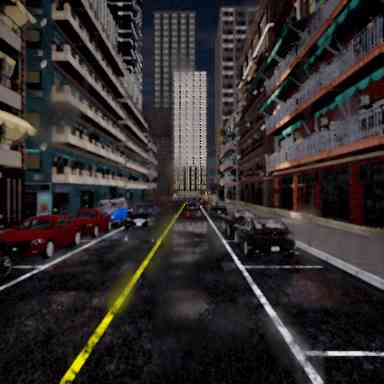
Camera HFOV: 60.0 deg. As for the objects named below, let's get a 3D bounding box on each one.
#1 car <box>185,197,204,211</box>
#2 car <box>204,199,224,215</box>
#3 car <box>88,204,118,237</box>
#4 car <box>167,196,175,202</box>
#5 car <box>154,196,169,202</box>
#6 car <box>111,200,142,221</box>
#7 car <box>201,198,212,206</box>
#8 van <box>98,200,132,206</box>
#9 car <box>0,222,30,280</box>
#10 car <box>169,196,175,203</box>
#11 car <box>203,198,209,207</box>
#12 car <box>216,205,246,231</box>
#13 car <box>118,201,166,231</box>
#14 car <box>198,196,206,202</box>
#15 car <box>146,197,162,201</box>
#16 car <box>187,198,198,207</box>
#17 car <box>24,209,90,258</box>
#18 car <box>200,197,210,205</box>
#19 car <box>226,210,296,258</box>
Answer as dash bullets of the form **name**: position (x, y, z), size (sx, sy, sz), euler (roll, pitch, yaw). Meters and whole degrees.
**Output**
- **car**: position (0.094, 1.675, 44.390), size (2.128, 1.511, 4.902), euler (0, 0, 0)
- **car**: position (2.677, 1.694, 34.968), size (2.008, 1.369, 4.403), euler (-1, 0, 0)
- **car**: position (-5.701, 1.618, 18.410), size (1.887, 1.381, 4.507), euler (0, 0, 0)
- **car**: position (-5.713, 1.826, 90.215), size (1.967, 1.590, 4.097), euler (-1, 0, 0)
- **car**: position (-5.710, 1.553, 57.074), size (2.192, 1.841, 5.009), euler (-1, 0, 0)
- **car**: position (-5.704, 1.559, 29.458), size (1.967, 1.590, 4.097), euler (0, 0, 0)
- **car**: position (2.673, 1.813, 62.585), size (2.008, 1.369, 4.403), euler (-1, 0, 0)
- **van**: position (-5.704, 1.437, 23.935), size (1.690, 1.788, 3.998), euler (0, 0, 0)
- **car**: position (-5.699, 1.595, 7.363), size (1.947, 1.339, 4.313), euler (0, 0, 0)
- **car**: position (-5.710, 1.918, 79.168), size (1.802, 1.307, 4.206), euler (-1, 0, 0)
- **car**: position (2.676, 1.692, 40.662), size (1.752, 1.417, 4.829), euler (-1, 0, 0)
- **car**: position (2.680, 1.625, 18.398), size (2.008, 1.369, 4.403), euler (-1, 0, 0)
- **car**: position (-3.008, 1.579, 21.461), size (2.128, 1.511, 4.902), euler (0, 0, 0)
- **car**: position (2.669, 1.932, 90.202), size (1.887, 1.381, 4.507), euler (-1, 0, 0)
- **car**: position (-5.706, 1.755, 46.028), size (1.947, 1.339, 4.313), euler (-1, 0, 0)
- **car**: position (0.092, 1.763, 56.753), size (1.812, 1.442, 4.674), euler (0, 0, 0)
- **car**: position (-5.700, 1.596, 12.887), size (1.887, 1.381, 4.507), euler (0, 0, 0)
- **car**: position (2.672, 1.813, 68.278), size (1.752, 1.417, 4.829), euler (-1, 0, 0)
- **car**: position (2.681, 1.603, 12.875), size (2.008, 1.369, 4.403), euler (-1, 0, 0)
